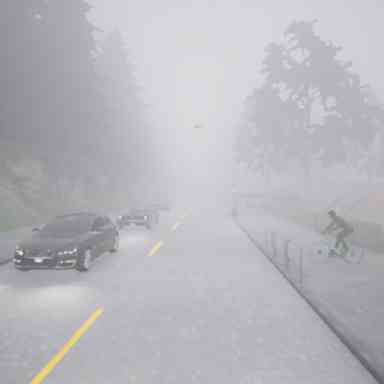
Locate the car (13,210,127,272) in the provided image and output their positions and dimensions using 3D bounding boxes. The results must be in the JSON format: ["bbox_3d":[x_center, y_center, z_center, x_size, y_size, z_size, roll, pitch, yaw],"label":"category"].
[{"bbox_3d":[-3.678,1.431,10.641,1.837,1.490,4.892,1,0,3],"label":"car"}]

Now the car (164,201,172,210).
[{"bbox_3d":[-2.782,1.046,28.318,1.994,1.385,4.181,1,0,3],"label":"car"}]

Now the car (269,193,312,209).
[{"bbox_3d":[12.843,1.217,43.150,5.566,2.045,2.150,0,0,0],"label":"car"}]

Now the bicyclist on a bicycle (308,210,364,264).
[{"bbox_3d":[4.338,1.361,9.981,1.656,1.620,0.582,1,0,3],"label":"bicyclist on a bicycle"}]

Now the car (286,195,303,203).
[{"bbox_3d":[18.453,1.299,60.179,1.994,1.381,4.181,1,0,3],"label":"car"}]

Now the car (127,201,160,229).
[{"bbox_3d":[-3.214,1.499,20.791,1.895,1.301,4.718,1,0,3],"label":"car"}]
